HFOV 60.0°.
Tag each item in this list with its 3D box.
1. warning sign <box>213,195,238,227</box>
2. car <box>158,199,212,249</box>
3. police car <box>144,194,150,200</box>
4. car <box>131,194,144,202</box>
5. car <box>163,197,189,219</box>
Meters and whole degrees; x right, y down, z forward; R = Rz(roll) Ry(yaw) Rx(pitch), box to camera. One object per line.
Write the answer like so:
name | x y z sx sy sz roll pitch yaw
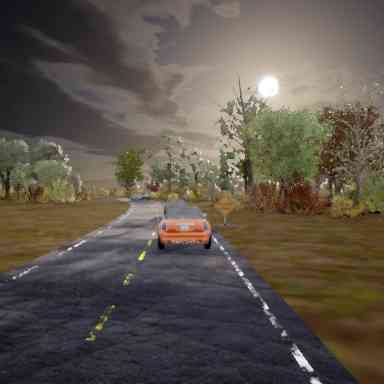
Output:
warning sign | 1.984 1.113 19.898 1.300 1.860 1.060 0 0 -4
car | -0.374 1.365 14.733 2.097 1.767 4.553 0 0 -3
police car | -12.520 1.426 89.129 1.930 1.638 5.238 0 0 -17
car | -12.731 1.301 75.557 2.097 1.767 4.553 0 0 -14
car | -1.495 1.365 29.764 2.097 1.767 4.553 0 0 -6
